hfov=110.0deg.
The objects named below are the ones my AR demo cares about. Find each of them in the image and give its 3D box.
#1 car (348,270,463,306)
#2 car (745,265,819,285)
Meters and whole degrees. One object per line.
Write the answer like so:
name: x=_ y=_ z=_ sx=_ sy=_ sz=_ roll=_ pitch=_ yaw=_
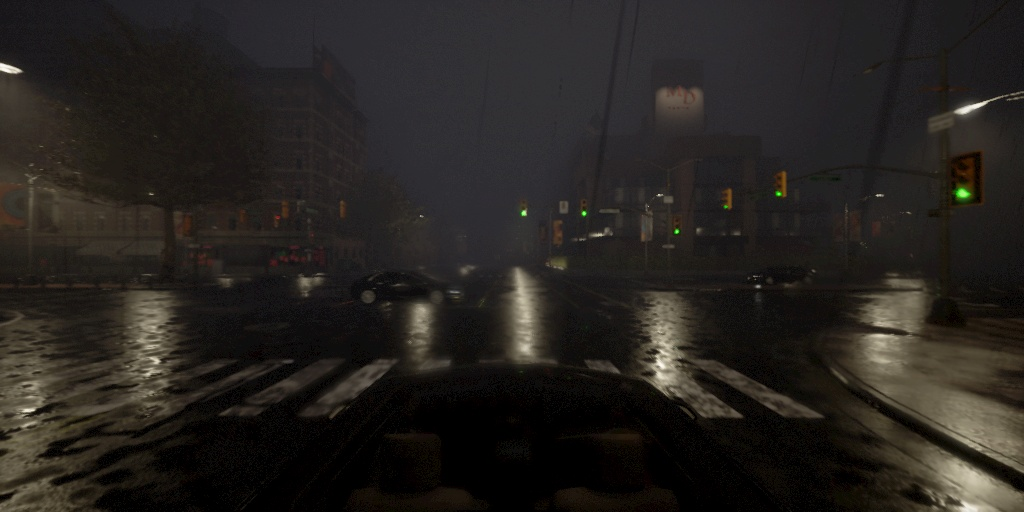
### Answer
car: x=-4.608 y=1.401 z=15.867 sx=4.892 sy=1.490 sz=1.837 roll=2 pitch=0 yaw=0
car: x=20.520 y=1.439 z=27.401 sx=4.892 sy=1.490 sz=1.837 roll=0 pitch=0 yaw=0
